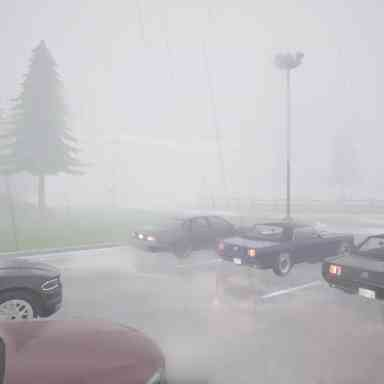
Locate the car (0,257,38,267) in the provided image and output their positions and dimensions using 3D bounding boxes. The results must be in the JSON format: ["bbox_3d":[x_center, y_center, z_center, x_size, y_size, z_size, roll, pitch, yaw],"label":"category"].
[{"bbox_3d":[-4.532,1.478,4.814,5.008,1.535,1.882,0,0,-36],"label":"car"}]

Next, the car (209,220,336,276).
[{"bbox_3d":[3.060,1.601,10.344,4.718,1.301,1.895,0,0,-35],"label":"car"}]

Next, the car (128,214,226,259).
[{"bbox_3d":[0.315,1.547,12.695,5.357,1.411,2.033,0,0,-35],"label":"car"}]

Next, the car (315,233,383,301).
[{"bbox_3d":[5.080,1.601,7.485,4.718,1.301,1.895,0,0,-35],"label":"car"}]

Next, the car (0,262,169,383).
[{"bbox_3d":[-2.326,1.526,2.087,4.674,1.442,1.812,0,0,-36],"label":"car"}]
